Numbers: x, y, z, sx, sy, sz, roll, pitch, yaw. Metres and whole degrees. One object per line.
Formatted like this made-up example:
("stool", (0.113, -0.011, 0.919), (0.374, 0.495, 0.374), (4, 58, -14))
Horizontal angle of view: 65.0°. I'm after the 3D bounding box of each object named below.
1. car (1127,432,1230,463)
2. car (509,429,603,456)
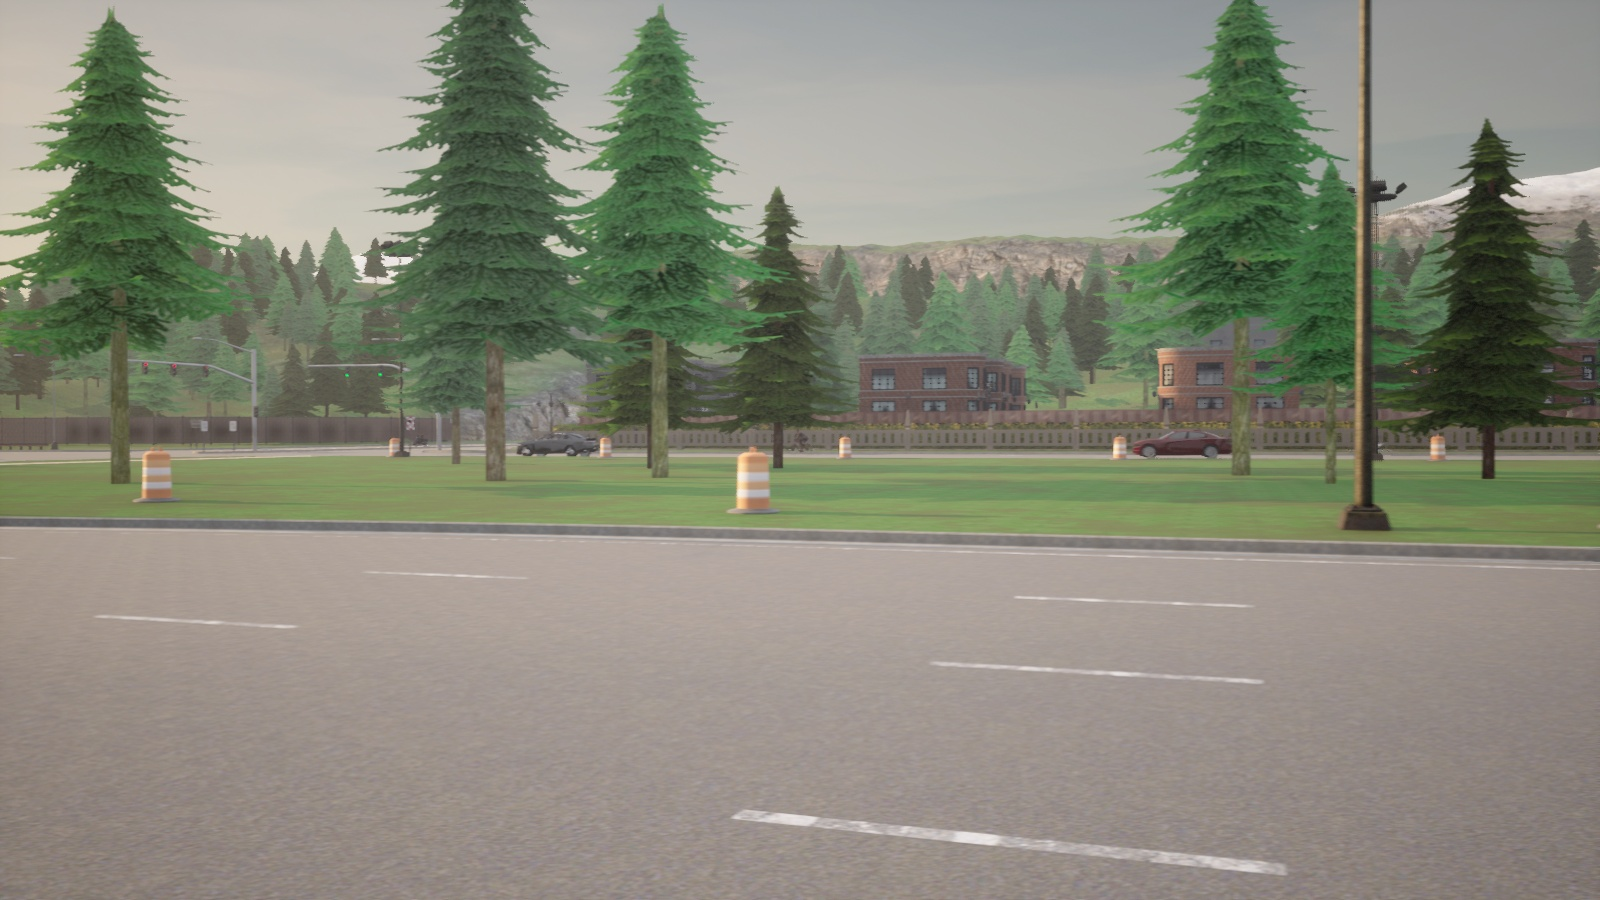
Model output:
("car", (19.645, -0.166, 65.176), (5.008, 1.535, 1.882), (1, 1, 18))
("car", (-14.128, -0.435, 72.747), (4.902, 1.511, 2.128), (1, 1, 18))
